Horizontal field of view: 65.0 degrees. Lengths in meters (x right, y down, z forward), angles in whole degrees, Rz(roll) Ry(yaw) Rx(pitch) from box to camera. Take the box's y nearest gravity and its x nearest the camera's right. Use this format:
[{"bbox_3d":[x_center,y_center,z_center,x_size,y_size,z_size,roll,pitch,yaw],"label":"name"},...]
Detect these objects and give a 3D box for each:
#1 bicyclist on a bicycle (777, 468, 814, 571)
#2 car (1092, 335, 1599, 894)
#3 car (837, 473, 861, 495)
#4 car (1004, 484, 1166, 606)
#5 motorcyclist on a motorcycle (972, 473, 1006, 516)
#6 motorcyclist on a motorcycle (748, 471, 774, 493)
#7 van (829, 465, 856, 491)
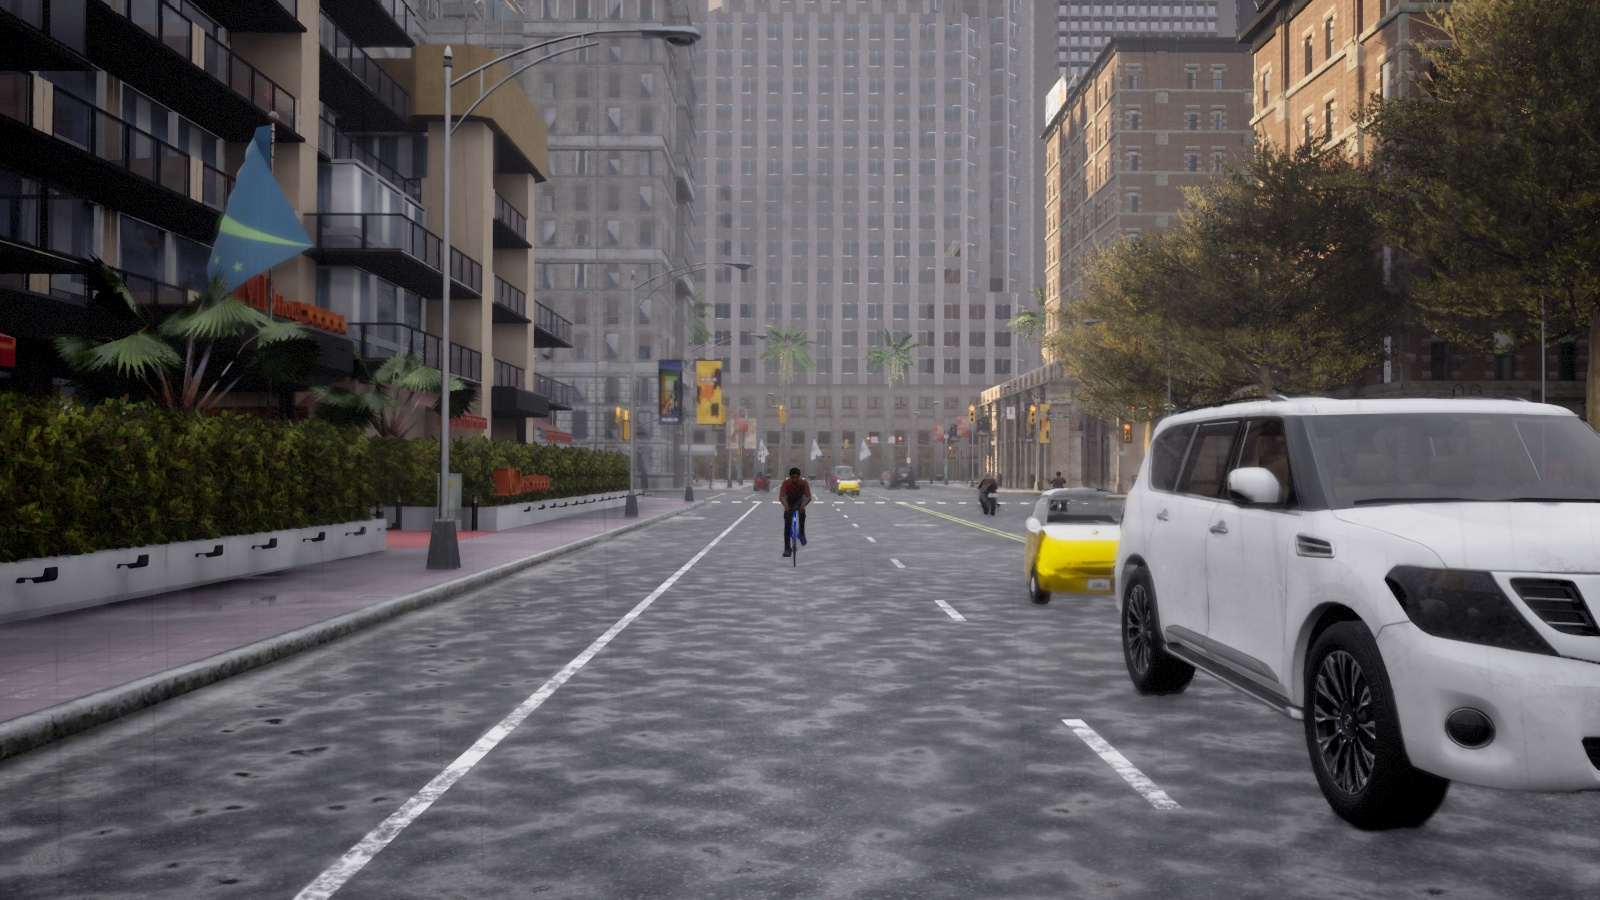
[{"bbox_3d":[-0.076,1.114,20.657,0.582,1.620,1.656,0,-1,0],"label":"bicyclist on a bicycle"},{"bbox_3d":[3.469,0.644,7.404,2.150,2.045,5.566,0,-1,0],"label":"car"},{"bbox_3d":[3.203,2.237,82.376,1.481,1.376,2.207,0,-1,0],"label":"car"},{"bbox_3d":[3.443,1.115,15.475,1.481,1.376,2.207,0,-1,0],"label":"car"},{"bbox_3d":[6.835,1.585,45.535,0.866,1.530,2.191,0,-1,0],"label":"motorcyclist on a motorcycle"},{"bbox_3d":[-2.816,2.332,90.966,0.797,1.523,2.044,-3,-2,33],"label":"motorcyclist on a motorcycle"},{"bbox_3d":[3.304,2.200,98.260,1.775,1.987,4.442,0,-1,-3],"label":"van"}]
